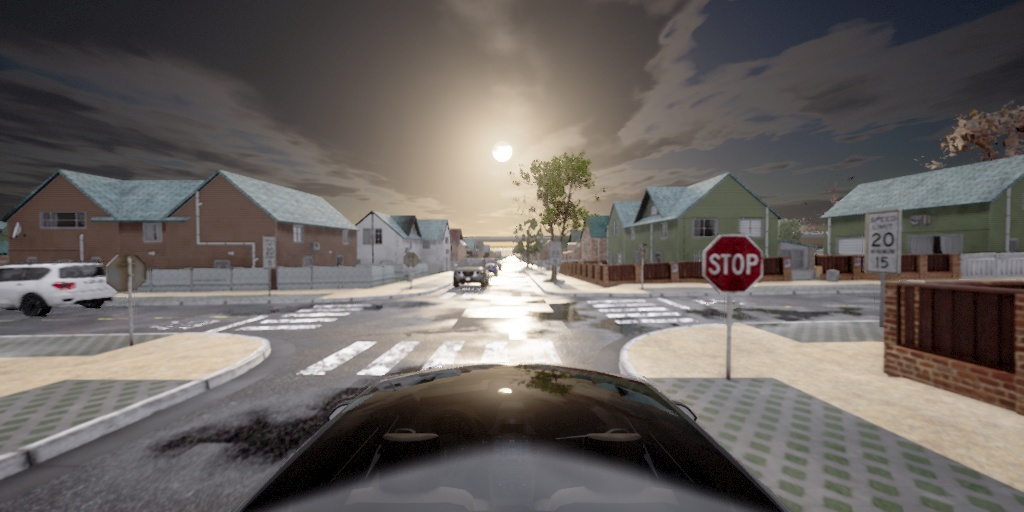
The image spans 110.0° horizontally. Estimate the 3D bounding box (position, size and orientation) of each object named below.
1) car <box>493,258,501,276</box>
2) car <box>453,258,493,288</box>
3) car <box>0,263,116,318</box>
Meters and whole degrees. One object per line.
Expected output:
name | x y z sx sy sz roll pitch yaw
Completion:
car | -2.807 1.278 42.886 2.150 2.045 5.566 0 0 0
car | -2.826 1.151 25.807 2.150 2.045 5.566 0 0 0
car | -19.806 1.338 14.666 5.566 2.045 2.150 -1 1 -1
